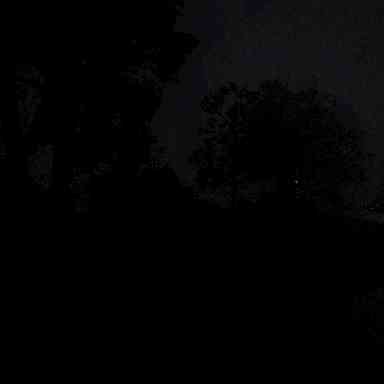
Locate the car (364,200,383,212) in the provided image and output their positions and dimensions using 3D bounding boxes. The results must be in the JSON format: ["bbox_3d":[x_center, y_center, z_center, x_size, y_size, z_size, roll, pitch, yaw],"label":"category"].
[{"bbox_3d":[22.907,1.630,40.252,4.718,1.301,1.895,0,0,-33],"label":"car"}]
